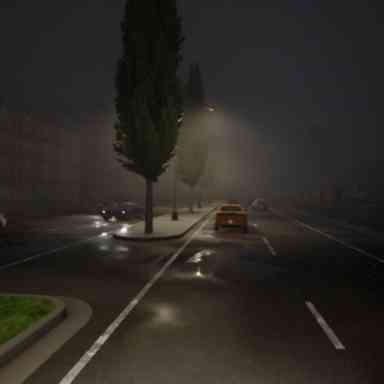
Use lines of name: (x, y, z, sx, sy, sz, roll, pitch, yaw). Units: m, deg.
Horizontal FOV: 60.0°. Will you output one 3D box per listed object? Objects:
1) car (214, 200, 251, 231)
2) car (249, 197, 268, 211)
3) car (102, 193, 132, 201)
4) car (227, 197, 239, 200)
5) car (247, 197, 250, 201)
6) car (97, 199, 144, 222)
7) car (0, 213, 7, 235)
car: (2.465, 1.500, 21.008, 1.882, 1.535, 5.008, 1, 0, 7)
car: (8.695, 1.631, 42.728, 1.812, 1.442, 4.674, 1, 0, 7)
car: (-7.639, 1.182, 33.717, 2.150, 2.045, 5.566, 1, 0, 7)
car: (6.730, 1.541, 55.274, 1.882, 1.535, 5.008, 1, 0, 7)
car: (10.786, 1.651, 59.631, 1.812, 1.442, 4.674, 1, 0, 7)
car: (-5.215, 1.495, 25.457, 1.895, 1.301, 4.718, 1, 0, 7)
car: (-10.136, 1.350, 14.486, 1.812, 1.442, 4.674, 1, 0, 7)
